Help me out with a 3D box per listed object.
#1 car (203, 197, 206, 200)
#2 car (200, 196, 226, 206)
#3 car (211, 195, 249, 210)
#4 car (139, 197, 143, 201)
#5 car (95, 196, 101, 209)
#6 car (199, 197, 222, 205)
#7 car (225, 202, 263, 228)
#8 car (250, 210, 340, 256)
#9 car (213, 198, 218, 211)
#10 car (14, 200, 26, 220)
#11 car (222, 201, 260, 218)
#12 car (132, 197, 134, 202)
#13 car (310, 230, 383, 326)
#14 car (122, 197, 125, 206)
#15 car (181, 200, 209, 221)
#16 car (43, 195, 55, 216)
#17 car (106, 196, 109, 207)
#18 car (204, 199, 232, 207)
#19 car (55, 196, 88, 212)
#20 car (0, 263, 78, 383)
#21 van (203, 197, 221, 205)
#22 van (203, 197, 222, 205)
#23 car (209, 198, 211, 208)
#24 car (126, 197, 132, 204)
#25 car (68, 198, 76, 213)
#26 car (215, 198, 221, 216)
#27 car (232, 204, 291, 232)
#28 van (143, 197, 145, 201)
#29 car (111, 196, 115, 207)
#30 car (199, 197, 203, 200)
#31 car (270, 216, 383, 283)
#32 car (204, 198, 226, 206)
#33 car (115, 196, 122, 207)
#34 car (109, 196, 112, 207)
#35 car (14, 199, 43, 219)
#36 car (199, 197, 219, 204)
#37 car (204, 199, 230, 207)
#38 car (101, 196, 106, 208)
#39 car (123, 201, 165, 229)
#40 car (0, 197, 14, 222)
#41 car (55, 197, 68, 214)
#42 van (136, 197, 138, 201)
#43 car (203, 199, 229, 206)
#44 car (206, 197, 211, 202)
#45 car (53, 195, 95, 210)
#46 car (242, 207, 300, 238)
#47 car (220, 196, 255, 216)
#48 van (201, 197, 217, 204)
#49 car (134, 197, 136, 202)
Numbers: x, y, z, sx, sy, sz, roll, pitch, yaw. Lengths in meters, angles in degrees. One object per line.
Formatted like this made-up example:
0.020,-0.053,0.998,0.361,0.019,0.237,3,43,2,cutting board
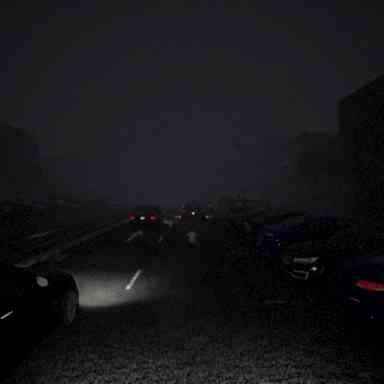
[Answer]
4.893,1.784,52.651,5.366,1.575,1.946,0,-1,0,car
4.677,2.040,74.889,5.566,2.045,2.435,0,-1,0,car
4.677,1.450,36.120,4.553,1.767,2.185,0,0,0,car
-15.786,2.210,83.270,5.566,2.045,2.435,0,-1,0,car
-15.710,1.411,44.679,5.566,2.045,2.435,0,-1,0,car
4.750,2.266,86.122,5.566,2.045,2.435,0,-1,0,car
4.715,1.513,19.448,5.008,1.535,2.097,0,0,0,car
4.704,1.493,10.985,5.008,1.535,2.097,0,0,0,car
4.715,1.552,30.439,4.892,1.521,2.231,0,0,0,car
-15.698,1.571,25.383,4.674,1.452,2.002,0,0,0,car
4.680,1.551,22.226,4.792,1.488,2.163,0,0,0,car
-15.978,2.233,72.235,5.366,1.575,1.946,0,-1,0,car
4.707,1.525,5.552,4.674,1.452,2.002,0,0,0,car
-15.743,1.736,61.210,5.566,2.045,2.435,0,-1,0,car
0.099,1.624,27.715,1.994,1.385,4.181,0,0,0,car
-15.743,1.430,30.898,4.553,1.767,2.185,0,0,0,car
-15.744,1.748,50.185,5.008,1.535,2.097,0,-1,0,car
4.714,1.979,61.109,4.892,1.521,2.231,0,-1,0,car
-15.543,1.600,39.168,5.366,1.575,1.946,0,0,0,car
-2.900,1.529,3.934,1.812,1.442,4.674,0,0,0,car
4.829,2.181,80.440,4.442,1.987,1.878,0,-1,0,van
4.825,2.126,77.787,4.442,1.987,1.878,0,-1,0,van
4.707,1.633,38.896,4.674,1.452,2.002,0,0,0,car
-15.973,2.172,69.476,5.366,1.575,1.946,0,-1,0,car
-15.720,1.624,36.409,4.674,1.452,2.002,0,0,0,car
4.894,1.537,27.659,5.366,1.575,1.946,0,0,0,car
4.703,1.507,16.668,4.892,1.521,2.231,0,0,0,car
-15.947,2.388,91.544,4.442,1.987,1.878,0,-1,0,van
-15.792,1.735,55.696,4.553,1.767,2.185,0,-1,0,car
0.098,1.717,43.054,1.994,1.385,4.181,0,-1,0,car
4.716,1.490,8.206,4.892,1.521,2.231,0,0,0,car
4.738,2.046,69.447,4.553,1.767,2.185,0,-1,0,car
-15.794,1.672,58.453,5.566,2.045,2.435,0,-1,0,car
-15.784,1.833,52.936,4.792,1.488,2.163,0,-1,0,car
-15.736,1.573,28.140,4.792,1.488,2.163,0,0,0,car
4.773,2.413,94.457,5.566,2.045,2.435,0,-1,0,car
4.736,2.073,63.887,4.792,1.488,2.163,0,-1,0,car
-15.716,1.453,47.432,5.566,2.045,2.435,0,-1,0,car
-2.901,1.588,22.033,2.033,1.411,5.357,0,0,0,car
-15.724,1.269,22.626,5.566,2.045,2.435,0,0,0,car
-15.712,1.567,33.655,5.008,1.535,2.097,0,0,0,car
-15.687,2.126,77.754,4.442,1.987,1.878,0,-1,0,van
4.702,2.108,66.667,5.008,1.535,2.097,0,-1,0,car
4.705,1.728,47.222,4.674,1.452,2.002,0,-1,0,car
-15.705,1.379,41.922,5.566,2.045,2.435,0,-1,0,car
4.739,1.528,13.890,4.792,1.488,2.163,0,0,0,car
4.681,1.405,24.998,4.553,1.767,2.185,0,0,0,car
4.619,2.392,91.681,4.442,1.987,1.878,0,-1,0,van
-15.796,2.335,74.990,4.674,1.452,2.002,0,-1,0,car
